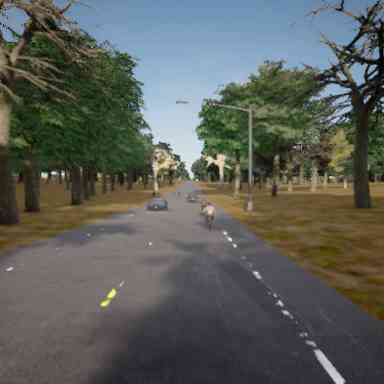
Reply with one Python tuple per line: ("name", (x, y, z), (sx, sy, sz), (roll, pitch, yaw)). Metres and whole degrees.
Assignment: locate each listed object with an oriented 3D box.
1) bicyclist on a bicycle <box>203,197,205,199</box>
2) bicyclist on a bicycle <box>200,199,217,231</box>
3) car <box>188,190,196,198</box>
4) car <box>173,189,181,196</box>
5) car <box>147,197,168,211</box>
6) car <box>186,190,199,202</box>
("bicyclist on a bicycle", (0.973, 1.279, 27.383), (0.582, 1.620, 1.656), (0, 0, 0))
("bicyclist on a bicycle", (1.001, 1.355, 18.824), (0.866, 1.612, 1.509), (0, 1, 0))
("car", (0.021, 0.414, 74.419), (1.837, 1.490, 4.892), (0, 2, 0))
("car", (-3.479, 0.021, 76.806), (1.837, 1.490, 4.892), (0, 2, 0))
("car", (-3.582, 1.278, 35.264), (1.994, 1.385, 4.181), (0, 1, 0))
("car", (0.097, 0.875, 55.735), (2.128, 1.511, 4.902), (0, 1, 0))
